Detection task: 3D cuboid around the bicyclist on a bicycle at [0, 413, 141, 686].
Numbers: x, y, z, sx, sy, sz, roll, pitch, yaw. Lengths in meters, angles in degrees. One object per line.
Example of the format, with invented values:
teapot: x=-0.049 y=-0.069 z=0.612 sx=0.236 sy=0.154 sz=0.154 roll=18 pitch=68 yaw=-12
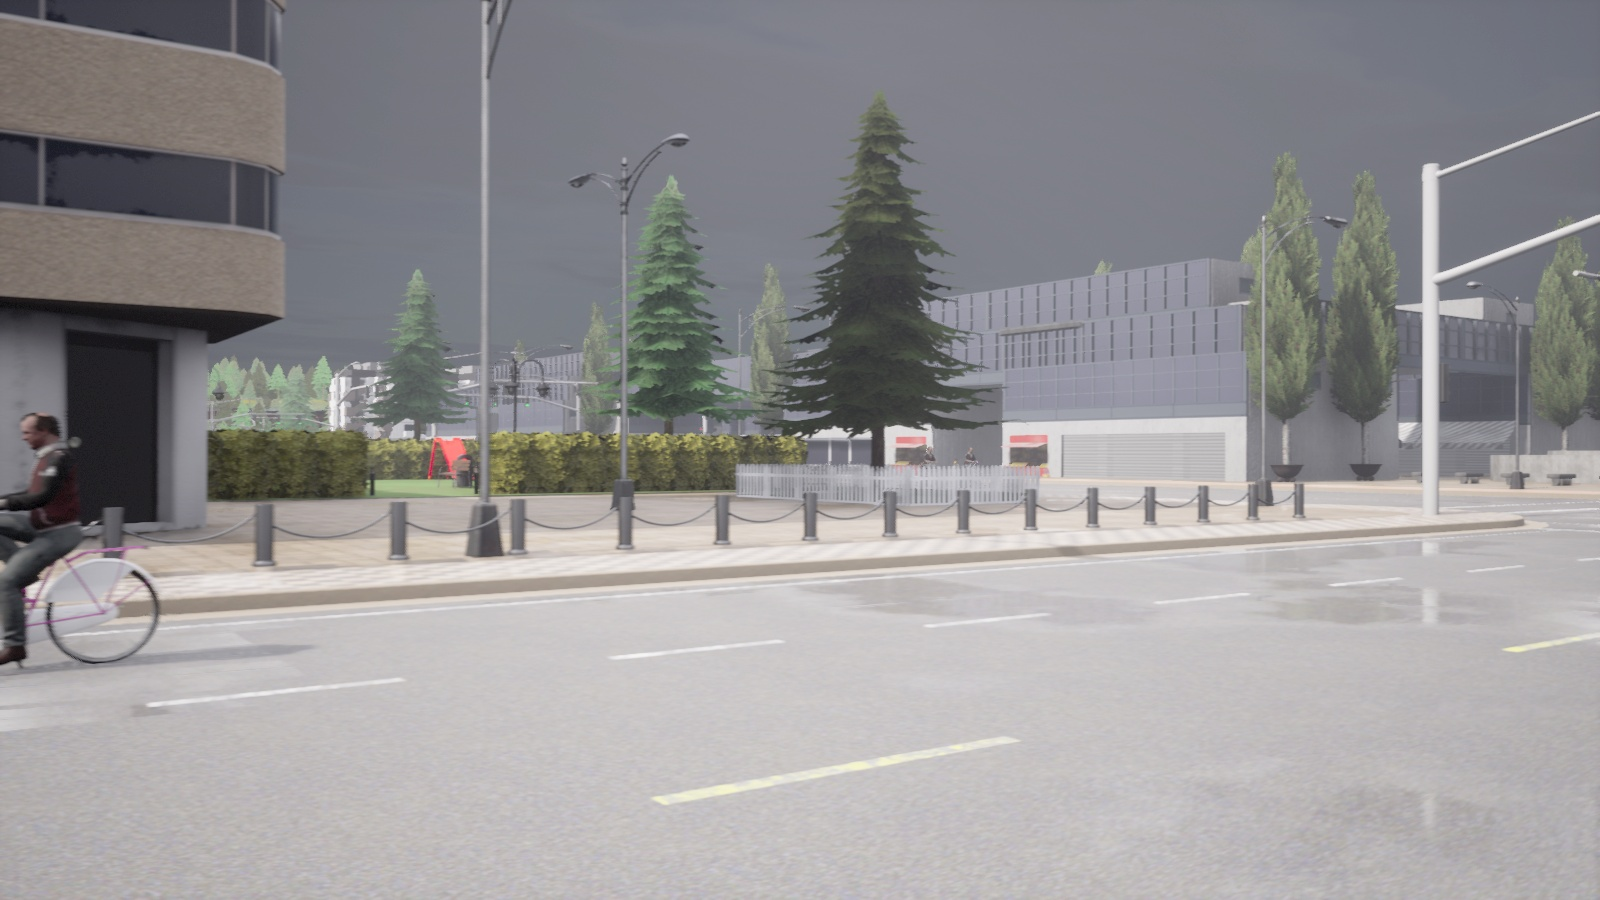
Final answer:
bicyclist on a bicycle: x=-5.477 y=0.647 z=8.376 sx=1.843 sy=1.776 sz=0.659 roll=0 pitch=0 yaw=-35
